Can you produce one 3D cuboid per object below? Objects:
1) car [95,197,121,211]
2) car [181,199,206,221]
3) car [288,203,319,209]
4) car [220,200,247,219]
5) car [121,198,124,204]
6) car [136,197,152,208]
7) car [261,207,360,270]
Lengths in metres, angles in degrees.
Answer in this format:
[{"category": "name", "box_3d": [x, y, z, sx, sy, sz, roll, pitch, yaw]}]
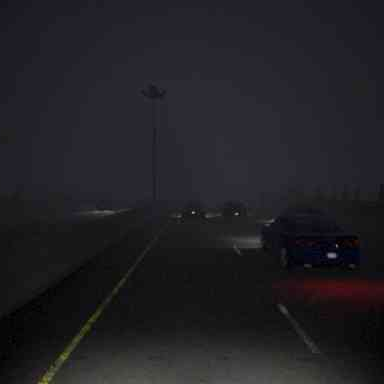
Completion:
[{"category": "car", "box_3d": [-10.590, 1.574, 41.347, 1.994, 1.385, 4.181, 0, 0, 0]}, {"category": "car", "box_3d": [0.099, 1.571, 27.663, 1.994, 1.385, 4.181, 0, 0, 0]}, {"category": "car", "box_3d": [7.098, 1.511, 21.765, 1.837, 1.490, 4.892, 0, 0, 0]}, {"category": "car", "box_3d": [3.598, 1.512, 29.209, 1.837, 1.490, 4.892, 0, 0, 0]}, {"category": "car", "box_3d": [-13.901, 1.620, 61.265, 1.895, 1.301, 4.718, 0, 0, 2]}, {"category": "car", "box_3d": [-7.073, 1.505, 49.204, 2.128, 1.511, 4.902, 0, 0, 0]}, {"category": "car", "box_3d": [3.599, 1.481, 11.032, 1.882, 1.535, 5.008, 0, 0, 0]}]
